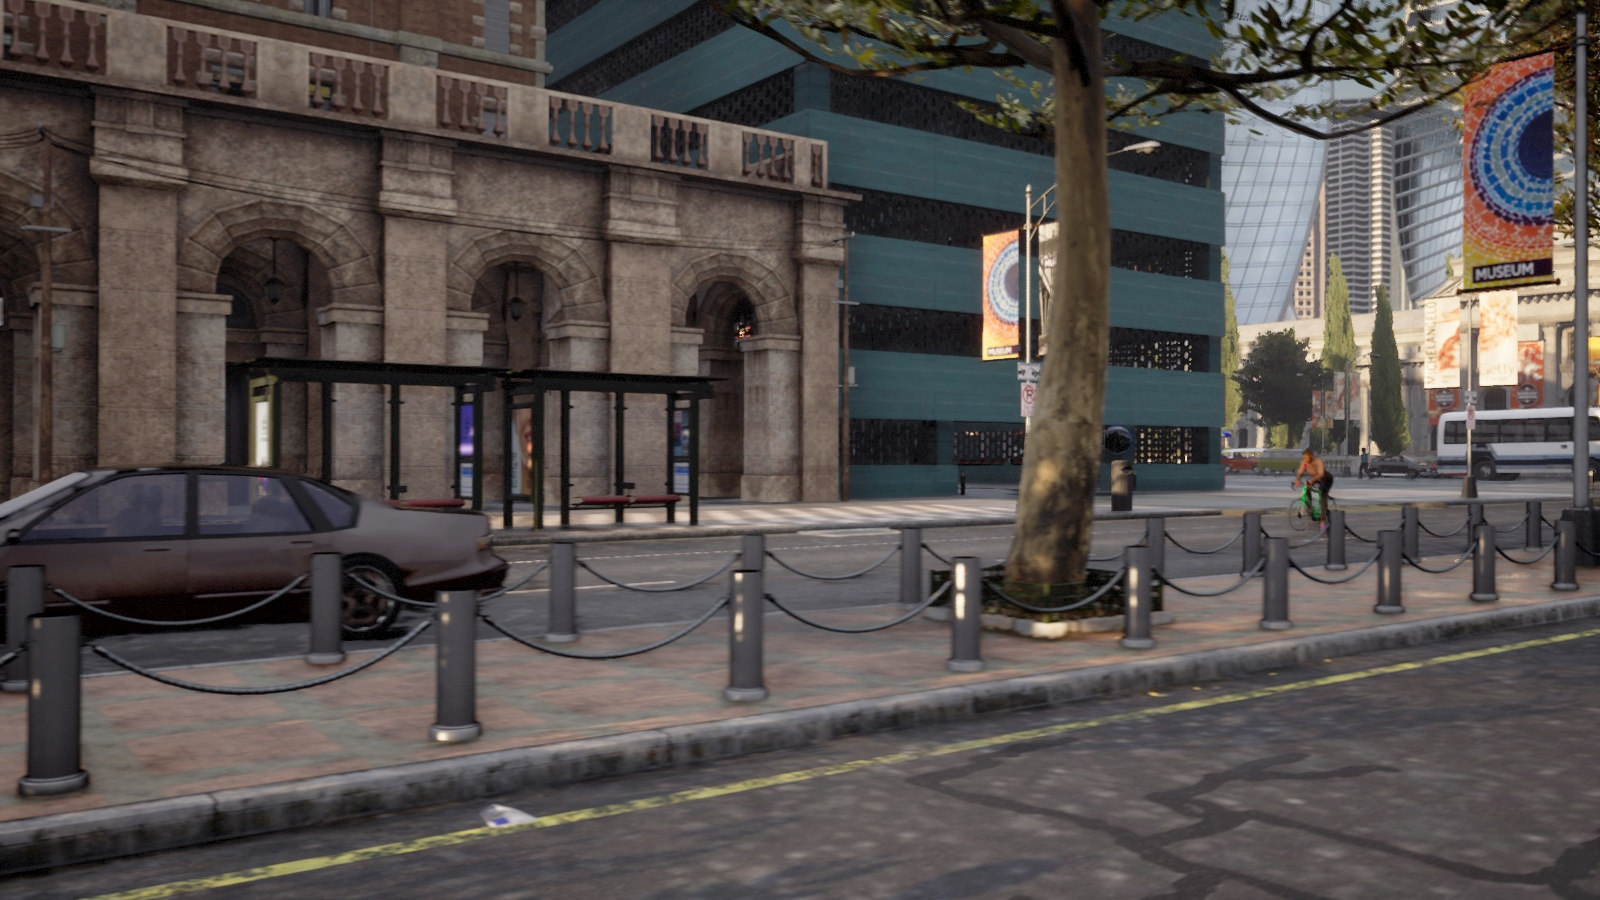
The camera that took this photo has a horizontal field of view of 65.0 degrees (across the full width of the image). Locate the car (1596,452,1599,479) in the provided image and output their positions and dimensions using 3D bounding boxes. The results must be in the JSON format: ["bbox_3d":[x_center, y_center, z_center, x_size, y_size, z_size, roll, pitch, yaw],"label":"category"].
[{"bbox_3d":[48.150,0.876,70.993,1.882,1.535,5.008,0,0,-35],"label":"car"}]

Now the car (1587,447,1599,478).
[{"bbox_3d":[49.798,0.724,74.713,1.932,1.855,4.605,0,0,-35],"label":"car"}]

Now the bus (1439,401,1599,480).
[{"bbox_3d":[42.949,-0.466,72.237,3.944,4.253,10.273,0,-1,-35],"label":"bus"}]

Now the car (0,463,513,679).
[{"bbox_3d":[-5.176,0.831,9.799,5.357,1.411,2.033,0,0,-36],"label":"car"}]

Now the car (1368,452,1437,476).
[{"bbox_3d":[39.708,0.927,82.835,1.789,1.549,3.705,0,0,-36],"label":"car"}]

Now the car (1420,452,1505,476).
[{"bbox_3d":[43.807,0.891,83.098,2.007,1.525,4.514,0,0,-35],"label":"car"}]

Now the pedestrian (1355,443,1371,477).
[{"bbox_3d":[31.800,0.579,70.919,0.396,1.930,0.692,0,0,-37],"label":"pedestrian"}]

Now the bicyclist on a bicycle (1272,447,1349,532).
[{"bbox_3d":[10.147,0.763,24.954,1.656,1.620,0.582,-2,1,-35],"label":"bicyclist on a bicycle"}]
